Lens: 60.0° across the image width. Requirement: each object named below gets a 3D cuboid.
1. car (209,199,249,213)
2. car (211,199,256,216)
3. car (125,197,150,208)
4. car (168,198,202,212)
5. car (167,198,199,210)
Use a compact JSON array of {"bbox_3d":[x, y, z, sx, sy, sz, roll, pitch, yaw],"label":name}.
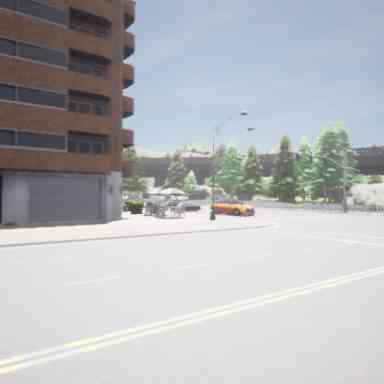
[{"bbox_3d":[4.372,1.679,40.348,1.882,1.535,5.008,1,0,-36],"label":"car"},{"bbox_3d":[4.425,1.521,34.228,2.097,1.767,4.553,1,0,-35],"label":"car"},{"bbox_3d":[-7.766,1.747,49.767,4.718,1.301,1.895,0,0,38],"label":"car"},{"bbox_3d":[-1.008,1.711,41.987,2.033,1.411,5.357,1,0,-35],"label":"car"},{"bbox_3d":[-1.393,1.670,47.987,1.882,1.535,5.008,1,0,-40],"label":"car"}]
